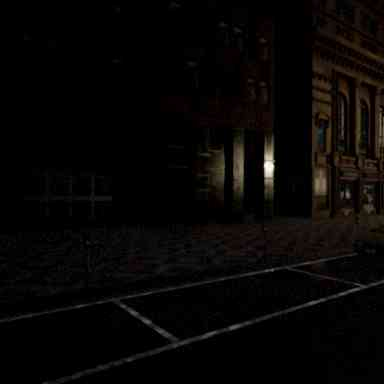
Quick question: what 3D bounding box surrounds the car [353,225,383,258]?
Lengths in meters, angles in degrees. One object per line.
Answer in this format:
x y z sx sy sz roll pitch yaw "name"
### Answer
7.778 1.646 12.215 4.829 1.417 1.752 1 0 -36 "car"
